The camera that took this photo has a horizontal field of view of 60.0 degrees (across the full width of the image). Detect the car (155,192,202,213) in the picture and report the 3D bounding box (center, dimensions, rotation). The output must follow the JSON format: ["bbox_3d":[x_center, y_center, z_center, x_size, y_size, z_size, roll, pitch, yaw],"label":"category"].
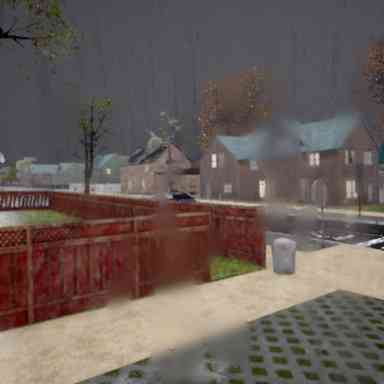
[{"bbox_3d":[-0.949,0.779,22.703,1.812,1.442,4.674,-3,4,-36],"label":"car"}]
